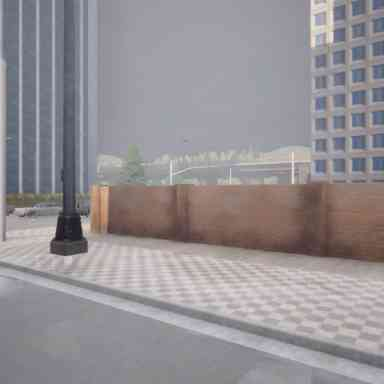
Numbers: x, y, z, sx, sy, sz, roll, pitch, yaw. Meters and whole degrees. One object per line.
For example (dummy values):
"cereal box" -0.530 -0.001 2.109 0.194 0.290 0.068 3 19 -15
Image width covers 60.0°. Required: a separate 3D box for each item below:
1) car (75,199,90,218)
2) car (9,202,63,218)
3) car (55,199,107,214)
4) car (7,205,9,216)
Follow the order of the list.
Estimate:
"car" -8.700 1.489 30.147 2.128 1.511 4.902 0 0 35
"car" -13.373 1.598 29.922 1.895 1.301 4.718 0 0 35
"car" -12.366 1.545 37.458 2.033 1.411 5.357 0 0 35
"car" -18.176 1.545 29.228 2.033 1.411 5.357 0 0 32
